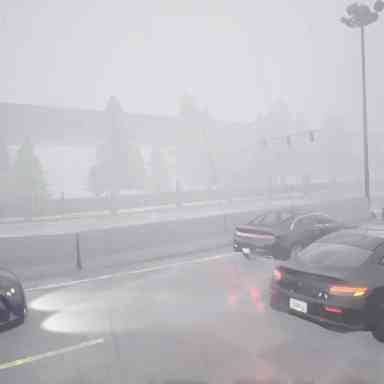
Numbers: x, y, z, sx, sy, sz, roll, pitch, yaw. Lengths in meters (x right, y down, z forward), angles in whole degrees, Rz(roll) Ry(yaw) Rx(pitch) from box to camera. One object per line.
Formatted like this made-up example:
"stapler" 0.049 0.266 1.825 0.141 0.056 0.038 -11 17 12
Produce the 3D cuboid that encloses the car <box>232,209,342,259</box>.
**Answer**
"car" 3.457 1.305 10.557 4.902 1.511 2.128 -3 2 -36

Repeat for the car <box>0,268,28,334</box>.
"car" -4.673 1.563 4.718 4.181 1.385 1.994 0 0 -36

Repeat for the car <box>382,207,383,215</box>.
"car" 10.947 0.821 15.953 4.892 1.490 1.837 -4 2 -36

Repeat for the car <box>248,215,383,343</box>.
"car" 3.415 1.426 6.212 4.674 1.442 1.812 -2 1 -36
